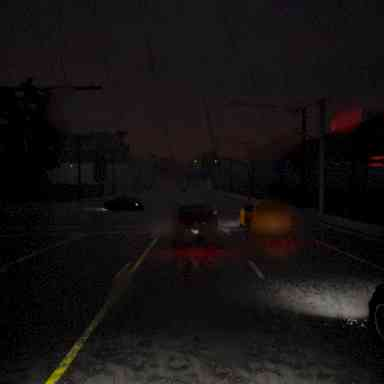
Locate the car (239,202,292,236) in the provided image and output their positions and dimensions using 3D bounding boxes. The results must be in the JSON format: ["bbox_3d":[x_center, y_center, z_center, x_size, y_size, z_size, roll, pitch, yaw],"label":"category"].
[{"bbox_3d":[3.636,1.266,17.119,1.882,1.535,5.008,0,1,0],"label":"car"}]

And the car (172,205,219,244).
[{"bbox_3d":[0.133,1.300,14.934,1.882,1.535,5.008,0,1,0],"label":"car"}]

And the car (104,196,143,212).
[{"bbox_3d":[-6.449,1.075,31.258,4.181,1.385,1.994,1,2,43],"label":"car"}]

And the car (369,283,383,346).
[{"bbox_3d":[3.607,1.490,3.147,1.812,1.442,4.674,0,0,0],"label":"car"}]
